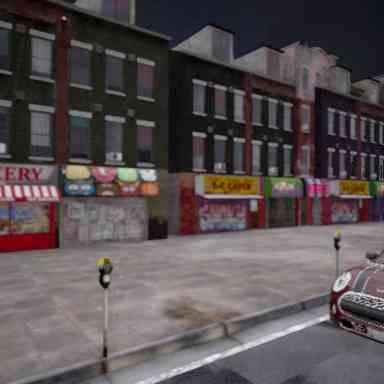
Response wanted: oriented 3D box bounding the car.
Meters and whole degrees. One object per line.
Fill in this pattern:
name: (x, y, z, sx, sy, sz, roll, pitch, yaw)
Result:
car: (4.232, 1.497, 5.842, 4.097, 1.590, 1.967, 1, 0, -35)
